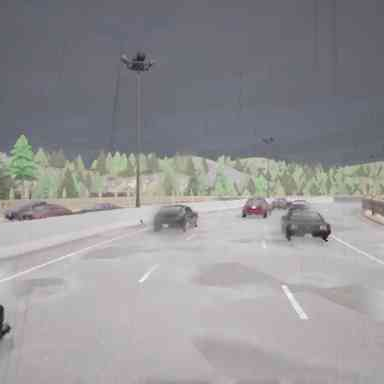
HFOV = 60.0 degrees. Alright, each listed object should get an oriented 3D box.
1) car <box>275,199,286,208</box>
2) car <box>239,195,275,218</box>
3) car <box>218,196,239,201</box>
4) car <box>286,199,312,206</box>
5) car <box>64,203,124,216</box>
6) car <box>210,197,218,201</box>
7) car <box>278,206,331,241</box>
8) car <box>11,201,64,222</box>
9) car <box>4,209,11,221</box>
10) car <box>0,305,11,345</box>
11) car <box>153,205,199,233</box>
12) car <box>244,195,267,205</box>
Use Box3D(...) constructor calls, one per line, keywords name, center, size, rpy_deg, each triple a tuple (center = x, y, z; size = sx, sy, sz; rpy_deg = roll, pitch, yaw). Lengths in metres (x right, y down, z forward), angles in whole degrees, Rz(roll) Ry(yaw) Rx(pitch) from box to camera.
Box3D(name="car", center=(11.414, 1.548, 42.299), size=(2.033, 1.411, 5.357), rpy_deg=(0, 0, 31))
Box3D(name="car", center=(6.059, 1.352, 30.490), size=(2.097, 1.767, 4.553), rpy_deg=(0, 0, 21))
Box3D(name="car", center=(7.425, 1.596, 61.539), size=(2.128, 1.511, 4.902), rpy_deg=(-1, 0, 38))
Box3D(name="car", center=(10.698, 1.509, 32.640), size=(1.812, 1.442, 4.674), rpy_deg=(0, 0, 23))
Box3D(name="car", center=(-6.959, 1.582, 25.229), size=(2.033, 1.411, 5.357), rpy_deg=(0, 0, 15))
Box3D(name="car", center=(5.397, 1.624, 64.651), size=(2.128, 1.511, 4.902), rpy_deg=(-1, 0, 38))
Box3D(name="car", center=(5.548, 1.595, 16.705), size=(1.895, 1.301, 4.718), rpy_deg=(0, 0, 12))
Box3D(name="car", center=(-10.682, 1.606, 24.514), size=(1.994, 1.385, 4.181), rpy_deg=(0, 0, 15))
Box3D(name="car", center=(-13.380, 1.561, 27.981), size=(1.837, 1.490, 4.892), rpy_deg=(0, 0, 17))
Box3D(name="car", center=(-3.263, 1.602, 2.073), size=(1.895, 1.301, 4.718), rpy_deg=(0, 0, 1))
Box3D(name="car", center=(-0.844, 1.516, 19.902), size=(1.837, 1.490, 4.892), rpy_deg=(0, 0, 13))
Box3D(name="car", center=(11.760, 1.435, 61.414), size=(2.097, 1.767, 4.553), rpy_deg=(0, 0, 40))
